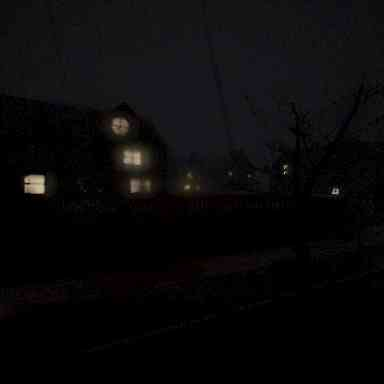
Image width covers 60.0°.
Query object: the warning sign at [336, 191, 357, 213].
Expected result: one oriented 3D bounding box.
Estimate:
[{"bbox_3d":[13.189,0.846,28.389,1.300,1.860,1.060,0,0,-36],"label":"warning sign"}]
